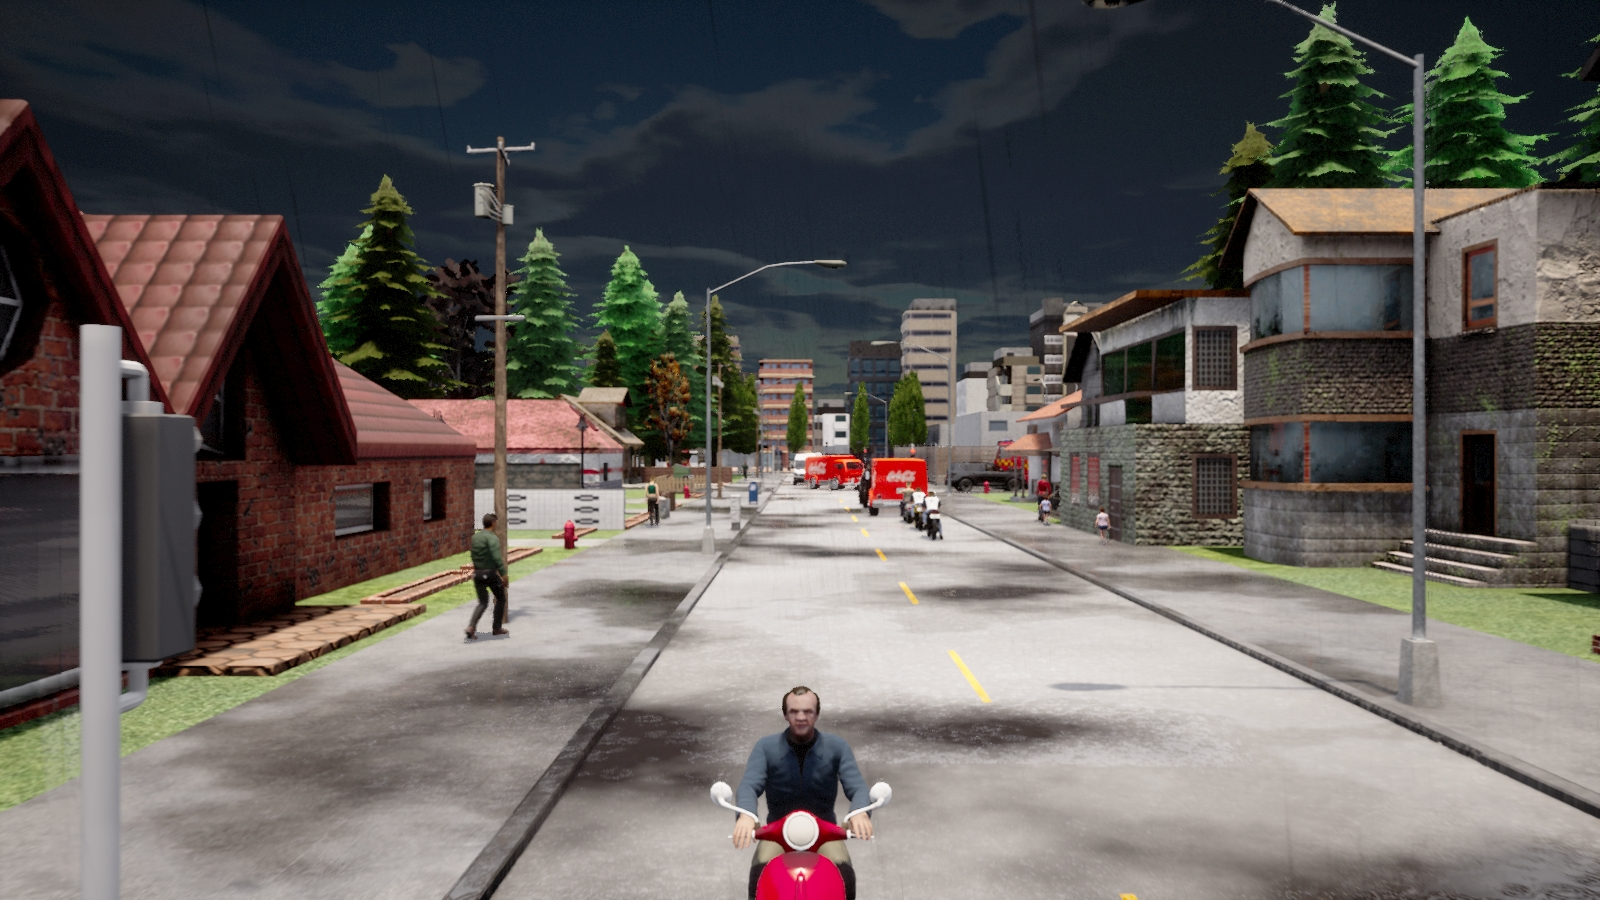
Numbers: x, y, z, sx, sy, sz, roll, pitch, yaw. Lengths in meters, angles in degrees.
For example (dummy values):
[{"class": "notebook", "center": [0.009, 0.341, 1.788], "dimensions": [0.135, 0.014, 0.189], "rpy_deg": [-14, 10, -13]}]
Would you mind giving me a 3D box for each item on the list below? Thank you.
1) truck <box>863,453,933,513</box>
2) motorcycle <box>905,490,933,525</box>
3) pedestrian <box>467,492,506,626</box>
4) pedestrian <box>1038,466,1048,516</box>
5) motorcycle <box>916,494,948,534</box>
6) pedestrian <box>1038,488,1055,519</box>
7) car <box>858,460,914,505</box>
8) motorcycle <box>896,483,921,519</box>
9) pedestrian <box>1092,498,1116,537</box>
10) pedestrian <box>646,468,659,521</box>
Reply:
[{"class": "truck", "center": [4.241, 1.379, 50.311], "dimensions": [2.627, 2.467, 5.204], "rpy_deg": [0, 0, 0]}, {"class": "motorcycle", "center": [4.184, 2.018, 40.263], "dimensions": [0.803, 1.145, 2.033], "rpy_deg": [0, 0, 0]}, {"class": "pedestrian", "center": [-4.469, 1.533, 16.294], "dimensions": [0.375, 1.860, 0.375], "rpy_deg": [0, 0, 31]}, {"class": "pedestrian", "center": [9.143, 1.551, 42.994], "dimensions": [0.375, 1.860, 0.375], "rpy_deg": [0, 0, 15]}, {"class": "motorcycle", "center": [4.165, 2.016, 36.147], "dimensions": [0.803, 1.145, 2.033], "rpy_deg": [0, 0, 0]}, {"class": "pedestrian", "center": [8.873, 1.931, 41.119], "dimensions": [0.500, 1.100, 0.500], "rpy_deg": [0, 0, 3]}, {"class": "car", "center": [4.274, 1.569, 57.864], "dimensions": [2.390, 2.098, 6.274], "rpy_deg": [0, 0, 0]}, {"class": "motorcycle", "center": [4.210, 1.978, 44.599], "dimensions": [0.764, 1.277, 2.356], "rpy_deg": [0, 0, 0]}, {"class": "pedestrian", "center": [8.708, 1.924, 32.738], "dimensions": [0.500, 1.100, 0.500], "rpy_deg": [0, 0, -8]}, {"class": "pedestrian", "center": [-5.149, 1.547, 39.889], "dimensions": [0.375, 1.860, 0.375], "rpy_deg": [0, 0, 4]}]
